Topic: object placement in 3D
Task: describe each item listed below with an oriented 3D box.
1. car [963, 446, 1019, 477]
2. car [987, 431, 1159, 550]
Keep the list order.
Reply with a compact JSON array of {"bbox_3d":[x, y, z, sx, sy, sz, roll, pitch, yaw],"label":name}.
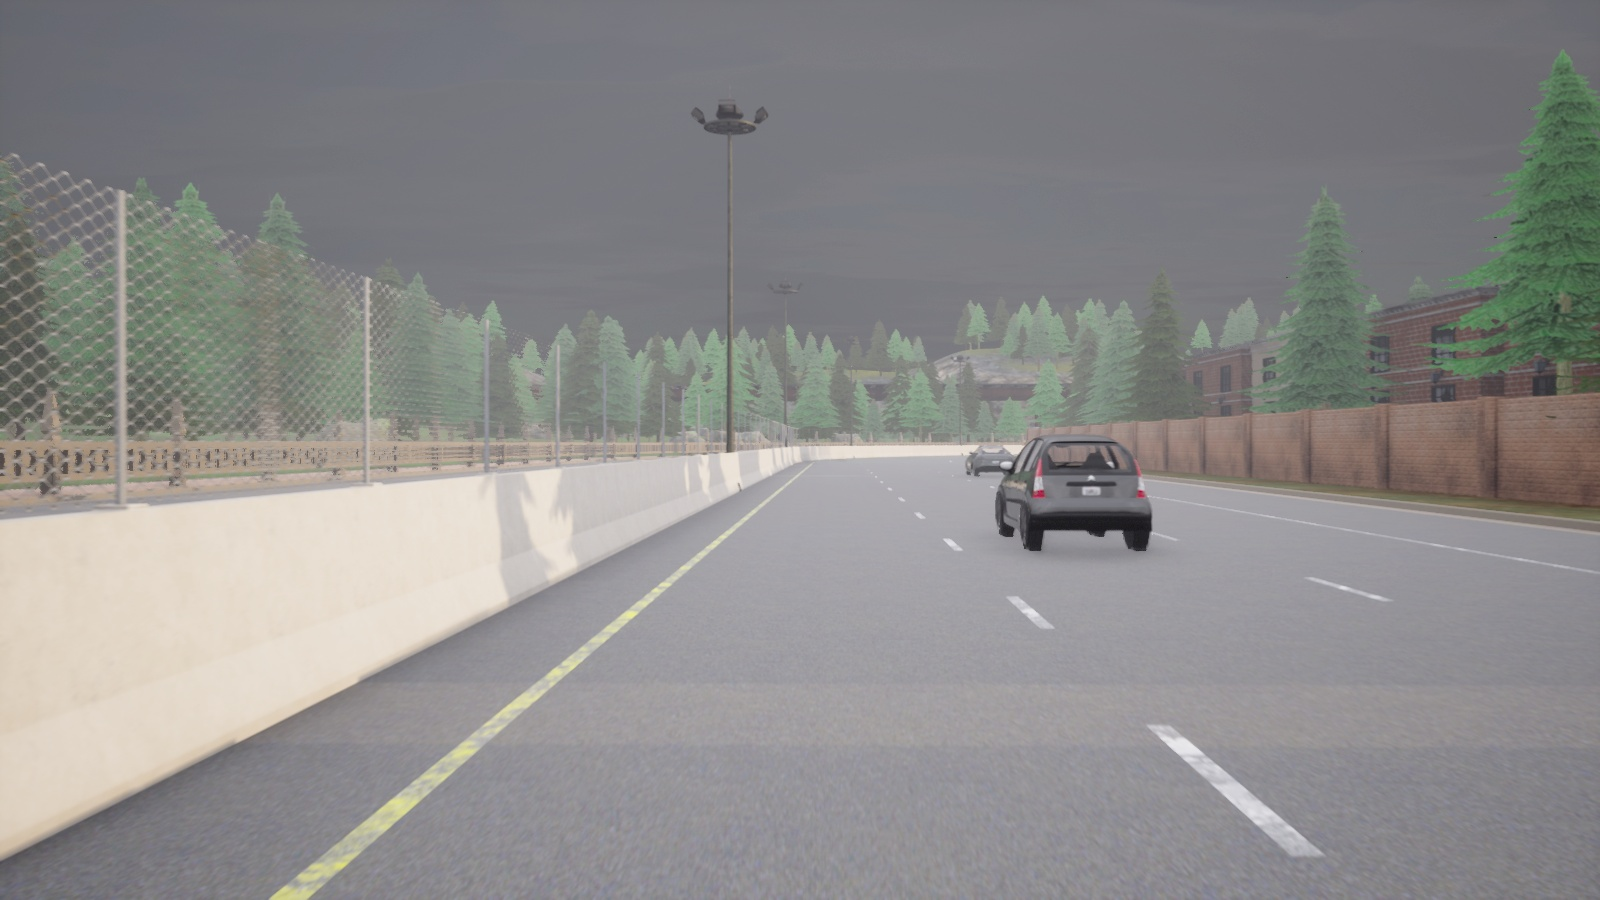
[{"bbox_3d":[8.625,0.497,57.056,1.994,1.385,4.181,0,0,2],"label":"car"},{"bbox_3d":[4.006,0.541,19.074,1.851,1.617,3.988,0,0,2],"label":"car"}]
